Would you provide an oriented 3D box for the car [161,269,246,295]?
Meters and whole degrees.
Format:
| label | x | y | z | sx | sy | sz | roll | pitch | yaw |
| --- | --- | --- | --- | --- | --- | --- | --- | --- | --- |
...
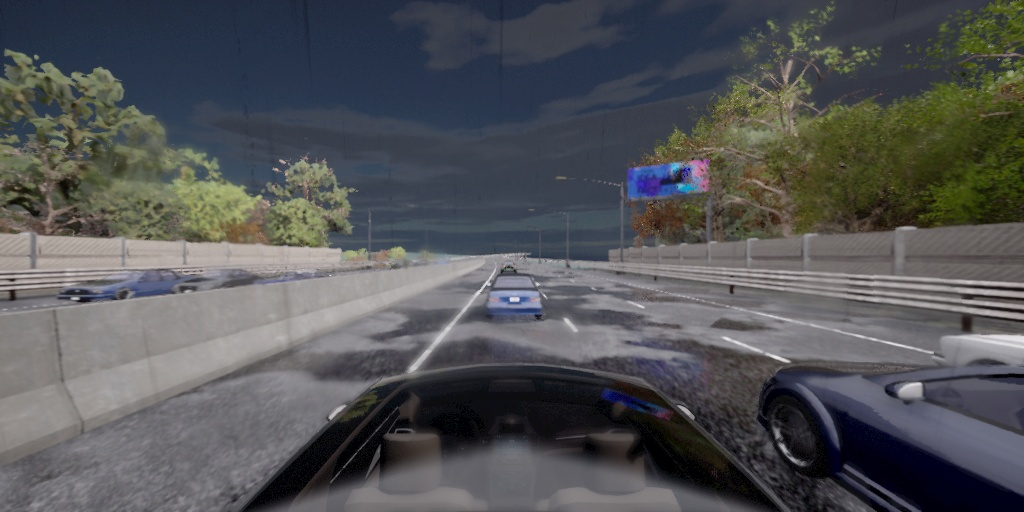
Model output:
| label | x | y | z | sx | sy | sz | roll | pitch | yaw |
| --- | --- | --- | --- | --- | --- | --- | --- | --- | --- |
| car | -14.188 | 1.363 | 17.689 | 1.994 | 1.385 | 4.181 | 0 | 0 | -1 |

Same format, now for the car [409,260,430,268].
| label | x | y | z | sx | sy | sz | roll | pitch | yaw |
| --- | --- | --- | --- | --- | --- | --- | --- | --- | --- |
| car | -15.015 | 1.445 | 59.740 | 2.033 | 1.411 | 5.357 | 0 | 0 | -1 |

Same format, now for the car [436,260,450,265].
| label | x | y | z | sx | sy | sz | roll | pitch | yaw |
| --- | --- | --- | --- | --- | --- | --- | --- | --- | --- |
| car | -11.540 | 1.375 | 60.293 | 1.882 | 1.535 | 5.008 | 0 | 0 | -1 |

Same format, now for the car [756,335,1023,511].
| label | x | y | z | sx | sy | sz | roll | pitch | yaw |
| --- | --- | --- | --- | --- | --- | --- | --- | --- | --- |
| car | 3.592 | 1.315 | 2.091 | 1.994 | 1.385 | 4.181 | 0 | 0 | 0 |

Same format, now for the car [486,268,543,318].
| label | x | y | z | sx | sy | sz | roll | pitch | yaw |
| --- | --- | --- | --- | --- | --- | --- | --- | --- | --- |
| car | 0.052 | 1.330 | 13.018 | 2.033 | 1.411 | 5.357 | 0 | 0 | 0 |

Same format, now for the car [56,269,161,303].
| label | x | y | z | sx | sy | sz | roll | pitch | yaw |
| --- | --- | --- | --- | --- | --- | --- | --- | --- | --- |
| car | -17.680 | 1.345 | 17.157 | 2.033 | 1.411 | 5.357 | 0 | 0 | -1 |

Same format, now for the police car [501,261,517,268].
| label | x | y | z | sx | sy | sz | roll | pitch | yaw |
| --- | --- | --- | --- | --- | --- | --- | --- | --- | --- |
| police car | -0.423 | 1.368 | 43.646 | 2.038 | 1.542 | 4.974 | 0 | 0 | -1 |

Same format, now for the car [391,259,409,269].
| label | x | y | z | sx | sy | sz | roll | pitch | yaw |
| --- | --- | --- | --- | --- | --- | --- | --- | --- | --- |
| car | -18.522 | 1.250 | 59.653 | 2.097 | 1.767 | 4.553 | 0 | 0 | -1 |

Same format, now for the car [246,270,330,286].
| label | x | y | z | sx | sy | sz | roll | pitch | yaw |
| --- | --- | --- | --- | --- | --- | --- | --- | --- | --- |
| car | -10.690 | 1.400 | 18.161 | 1.895 | 1.301 | 4.718 | 0 | 0 | -1 |

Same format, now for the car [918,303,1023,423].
| label | x | y | z | sx | sy | sz | roll | pitch | yaw |
| --- | --- | --- | --- | --- | --- | --- | --- | --- | --- |
| car | 7.094 | 1.353 | 3.062 | 1.895 | 1.301 | 4.718 | 0 | 0 | 0 |
